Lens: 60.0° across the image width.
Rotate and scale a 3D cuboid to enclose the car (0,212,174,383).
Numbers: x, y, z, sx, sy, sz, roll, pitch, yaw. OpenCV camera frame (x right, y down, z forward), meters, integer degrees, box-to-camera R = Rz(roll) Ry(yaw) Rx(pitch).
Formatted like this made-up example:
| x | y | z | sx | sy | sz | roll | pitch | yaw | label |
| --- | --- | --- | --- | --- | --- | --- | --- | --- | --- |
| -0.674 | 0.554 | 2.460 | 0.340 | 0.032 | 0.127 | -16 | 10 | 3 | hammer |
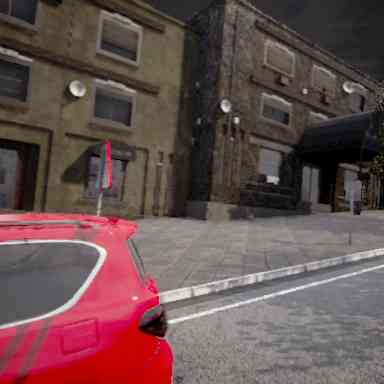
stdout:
| x | y | z | sx | sy | sz | roll | pitch | yaw | label |
| --- | --- | --- | --- | --- | --- | --- | --- | --- | --- |
| -2.761 | 1.219 | 2.023 | 5.566 | 2.045 | 2.150 | 0 | 0 | -36 | car |
